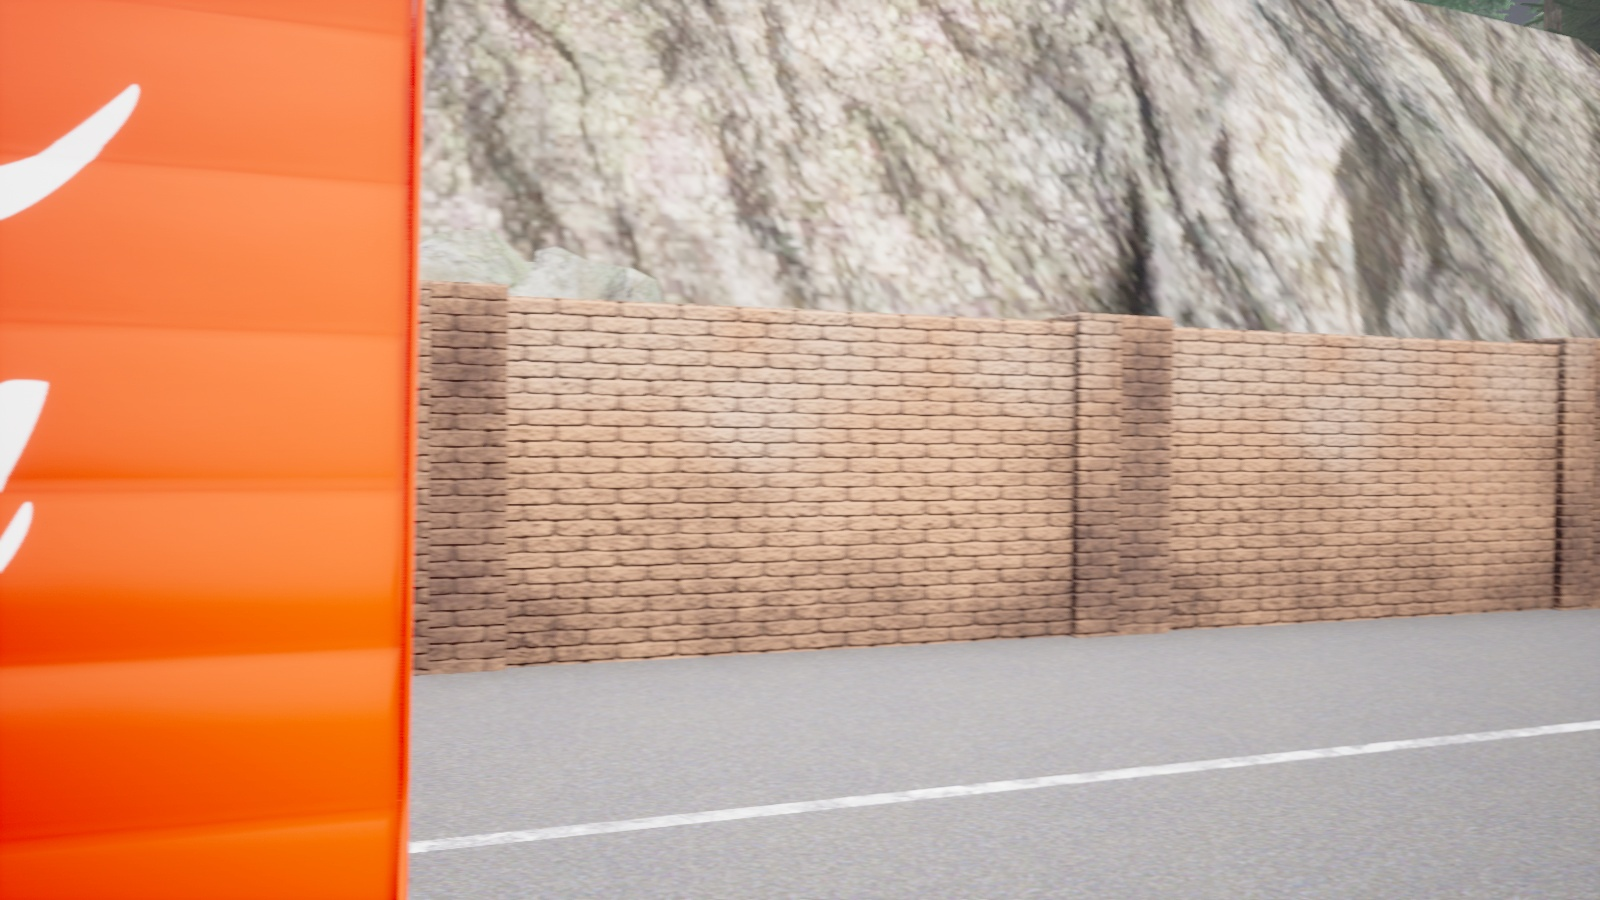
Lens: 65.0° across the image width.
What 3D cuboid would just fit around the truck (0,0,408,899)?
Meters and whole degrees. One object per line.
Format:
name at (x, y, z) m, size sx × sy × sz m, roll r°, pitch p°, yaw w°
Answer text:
truck at (-3.413, 0.318, 1.936) m, size 5.204 × 2.467 × 2.627 m, roll -1°, pitch 1°, yaw -21°
